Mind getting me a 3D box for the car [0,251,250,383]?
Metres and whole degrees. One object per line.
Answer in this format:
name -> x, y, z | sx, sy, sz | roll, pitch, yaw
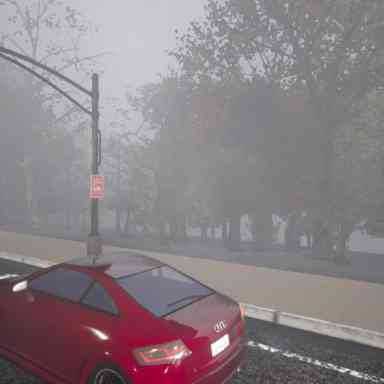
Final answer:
car -> -1.338, 1.563, 4.636 | 4.181, 1.385, 1.994 | 0, 0, 35
